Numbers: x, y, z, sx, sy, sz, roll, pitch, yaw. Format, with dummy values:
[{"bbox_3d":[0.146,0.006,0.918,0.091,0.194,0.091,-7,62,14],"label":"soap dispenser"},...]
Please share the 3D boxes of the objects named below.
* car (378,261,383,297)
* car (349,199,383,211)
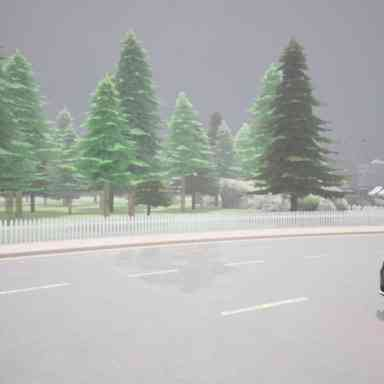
[{"bbox_3d":[5.722,1.489,6.151,4.902,1.511,2.128,0,0,-23],"label":"car"},{"bbox_3d":[19.804,1.604,39.017,1.994,1.385,4.181,0,0,-3],"label":"car"}]
